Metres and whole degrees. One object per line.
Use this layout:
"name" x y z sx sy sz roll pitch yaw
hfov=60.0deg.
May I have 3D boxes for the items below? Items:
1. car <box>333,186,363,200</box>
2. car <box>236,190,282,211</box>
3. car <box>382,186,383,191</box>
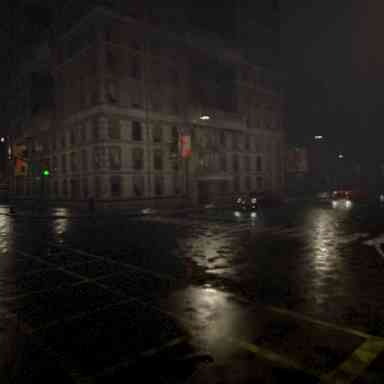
"car" 19.368 0.050 41.375 4.553 1.767 2.097 -2 1 -43
"car" 5.875 0.661 28.874 4.553 1.767 2.097 -2 1 -43
"car" 31.433 -0.628 52.321 4.892 1.490 1.837 -3 1 -43
